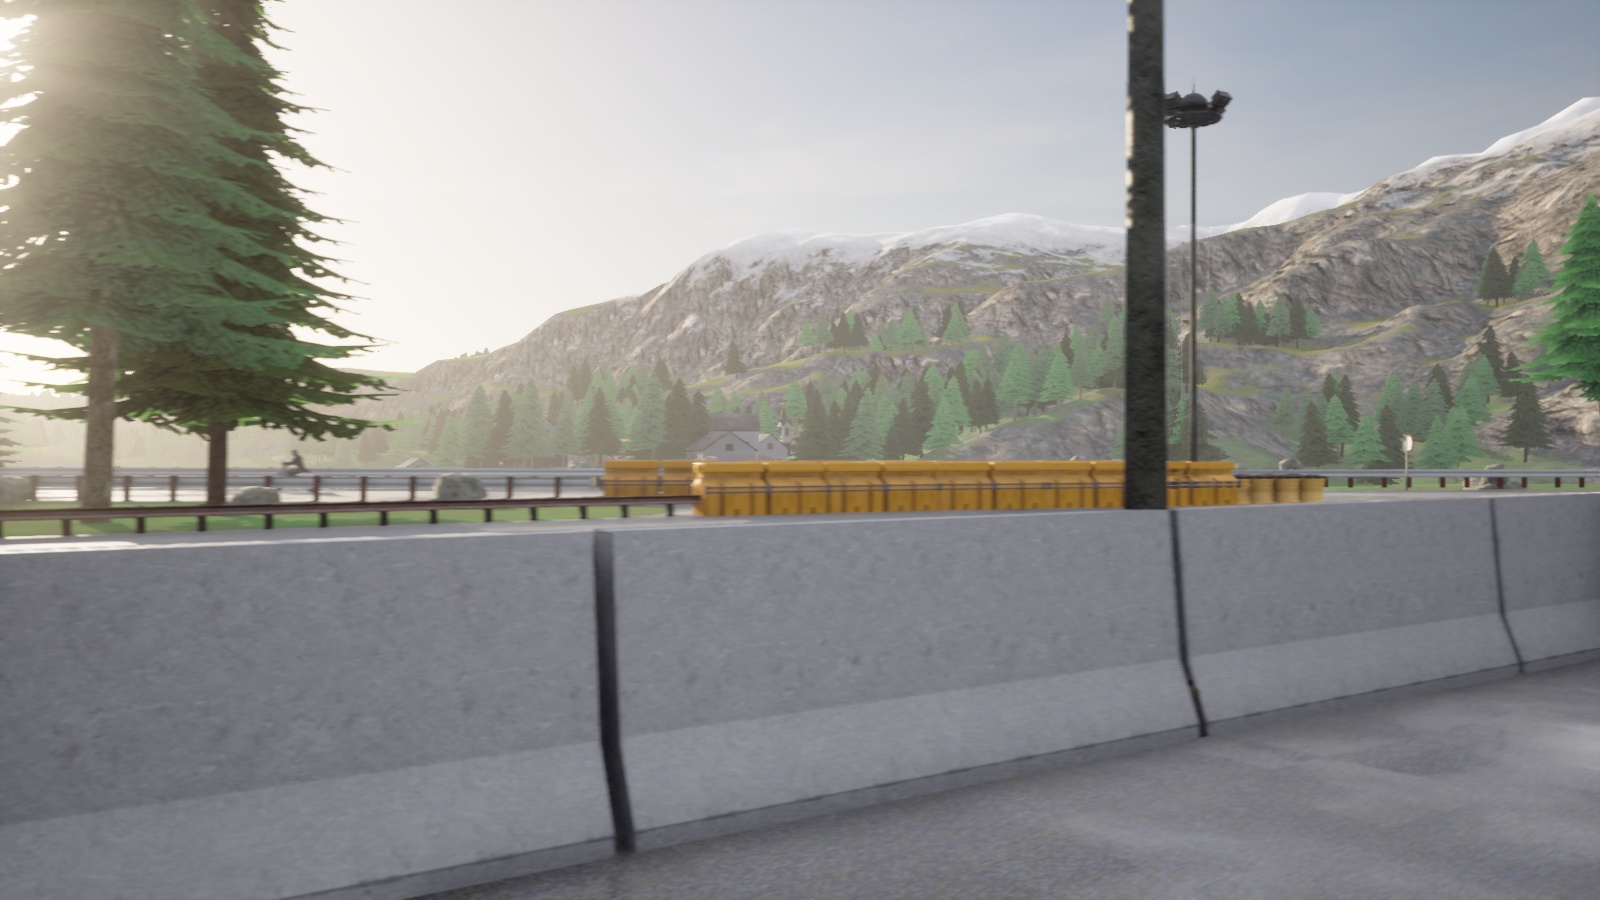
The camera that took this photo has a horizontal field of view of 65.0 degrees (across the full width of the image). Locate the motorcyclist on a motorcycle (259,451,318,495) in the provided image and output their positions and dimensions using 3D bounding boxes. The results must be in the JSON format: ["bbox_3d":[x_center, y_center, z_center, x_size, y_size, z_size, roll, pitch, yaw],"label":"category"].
[{"bbox_3d":[-18.715,0.841,45.963,1.817,1.590,0.866,0,0,3],"label":"motorcyclist on a motorcycle"}]
